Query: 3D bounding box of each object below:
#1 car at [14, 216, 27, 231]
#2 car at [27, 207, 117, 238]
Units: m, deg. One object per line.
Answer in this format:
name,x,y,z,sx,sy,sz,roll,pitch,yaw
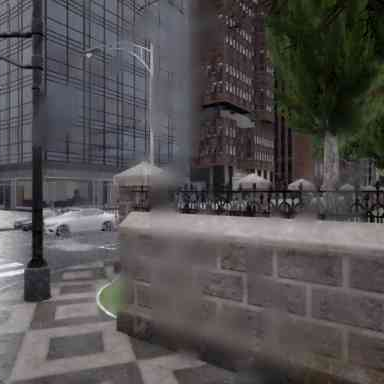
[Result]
car,-8.425,1.632,20.205,2.008,1.369,4.403,0,-1,36
car,-6.320,1.606,18.561,1.812,1.442,4.674,0,0,36
